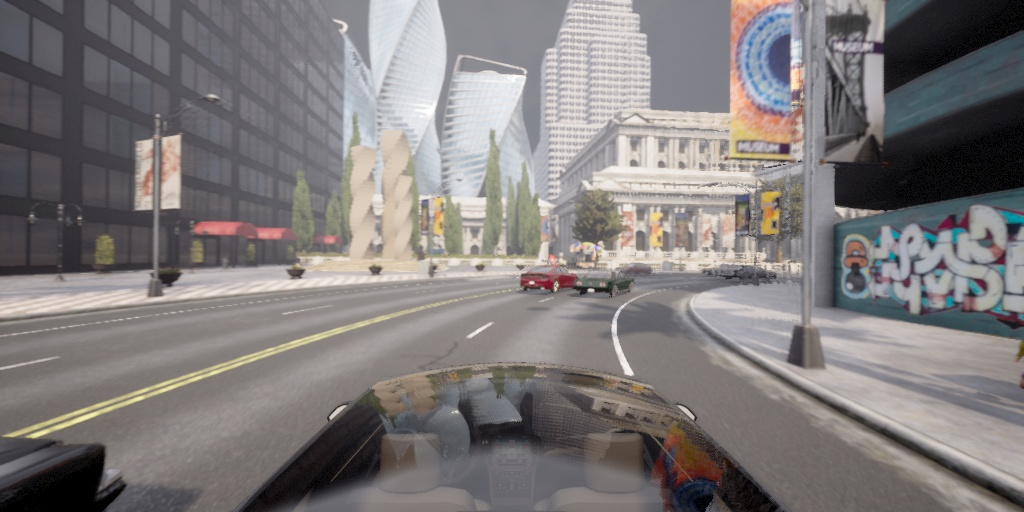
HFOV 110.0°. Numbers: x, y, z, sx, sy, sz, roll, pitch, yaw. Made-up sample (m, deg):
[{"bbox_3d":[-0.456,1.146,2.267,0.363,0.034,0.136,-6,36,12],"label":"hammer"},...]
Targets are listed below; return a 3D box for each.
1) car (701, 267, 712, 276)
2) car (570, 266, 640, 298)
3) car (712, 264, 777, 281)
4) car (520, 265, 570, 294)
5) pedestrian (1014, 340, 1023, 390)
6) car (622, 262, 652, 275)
[{"bbox_3d":[24.607,1.614,41.264,5.357,1.411,2.033,1,0,-13],"label":"car"},{"bbox_3d":[5.148,1.420,19.409,1.895,1.301,4.718,1,0,35],"label":"car"},{"bbox_3d":[21.812,1.576,33.259,5.357,1.411,2.033,1,0,-16],"label":"car"},{"bbox_3d":[2.279,1.263,20.922,1.882,1.535,5.008,0,0,30],"label":"car"},{"bbox_3d":[6.432,1.351,4.337,0.500,1.100,0.500,1,0,6],"label":"pedestrian"},{"bbox_3d":[13.919,1.461,40.975,4.674,1.442,1.812,1,0,-26],"label":"car"}]
